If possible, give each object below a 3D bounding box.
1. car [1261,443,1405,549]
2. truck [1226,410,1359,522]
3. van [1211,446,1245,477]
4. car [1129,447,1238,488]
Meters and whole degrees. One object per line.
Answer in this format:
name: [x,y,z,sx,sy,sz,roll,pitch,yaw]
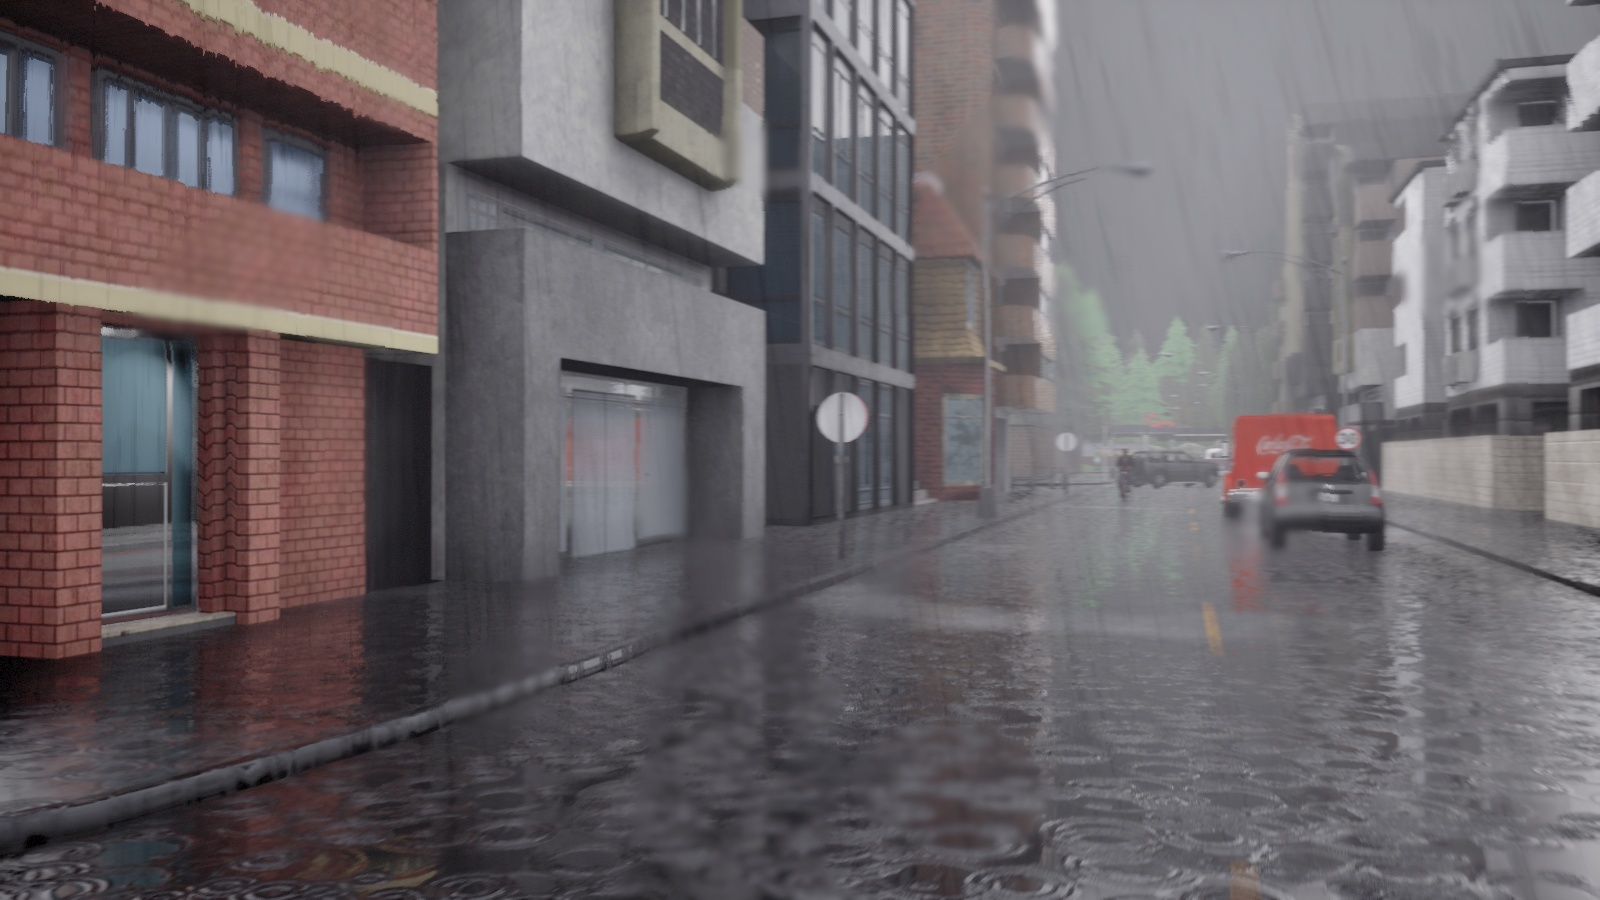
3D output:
car: [8.896,0.714,21.251,1.851,1.617,3.988,0,0,17]
truck: [11.765,0.364,30.369,2.627,2.467,5.204,0,0,18]
van: [29.049,0.781,85.342,2.069,2.038,4.480,0,0,17]
car: [18.046,0.786,59.097,4.605,1.855,1.932,0,1,-18]
